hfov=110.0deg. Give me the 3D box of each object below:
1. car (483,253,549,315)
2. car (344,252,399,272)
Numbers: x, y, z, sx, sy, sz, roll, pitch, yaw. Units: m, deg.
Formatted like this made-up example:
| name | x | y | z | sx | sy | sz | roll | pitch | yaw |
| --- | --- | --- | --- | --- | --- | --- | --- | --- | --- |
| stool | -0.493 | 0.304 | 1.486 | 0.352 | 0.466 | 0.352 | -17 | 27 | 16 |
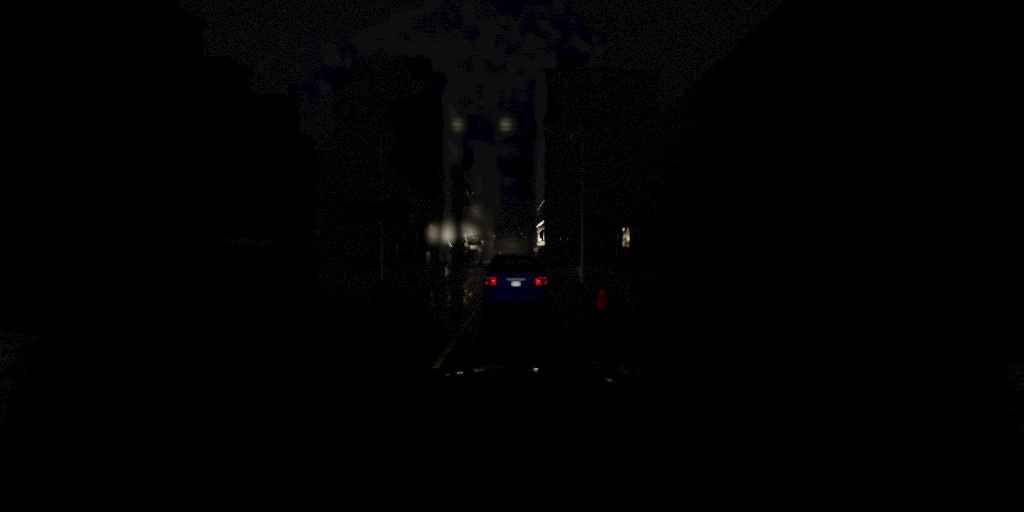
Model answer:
| name | x | y | z | sx | sy | sz | roll | pitch | yaw |
| --- | --- | --- | --- | --- | --- | --- | --- | --- | --- |
| car | 0.137 | 0.945 | 13.667 | 2.150 | 2.045 | 5.566 | 0 | 0 | 0 |
| car | -15.048 | 0.638 | 38.523 | 5.566 | 2.045 | 2.150 | 1 | 1 | 0 |
